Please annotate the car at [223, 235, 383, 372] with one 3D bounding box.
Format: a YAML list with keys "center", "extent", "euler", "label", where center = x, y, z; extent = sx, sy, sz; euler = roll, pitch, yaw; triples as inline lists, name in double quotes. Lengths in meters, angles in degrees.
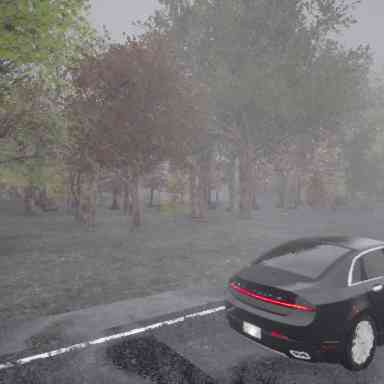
- center: [2.741, 1.508, 5.700]
  extent: [4.892, 1.490, 1.837]
  euler: [-1, 0, -35]
  label: "car"
